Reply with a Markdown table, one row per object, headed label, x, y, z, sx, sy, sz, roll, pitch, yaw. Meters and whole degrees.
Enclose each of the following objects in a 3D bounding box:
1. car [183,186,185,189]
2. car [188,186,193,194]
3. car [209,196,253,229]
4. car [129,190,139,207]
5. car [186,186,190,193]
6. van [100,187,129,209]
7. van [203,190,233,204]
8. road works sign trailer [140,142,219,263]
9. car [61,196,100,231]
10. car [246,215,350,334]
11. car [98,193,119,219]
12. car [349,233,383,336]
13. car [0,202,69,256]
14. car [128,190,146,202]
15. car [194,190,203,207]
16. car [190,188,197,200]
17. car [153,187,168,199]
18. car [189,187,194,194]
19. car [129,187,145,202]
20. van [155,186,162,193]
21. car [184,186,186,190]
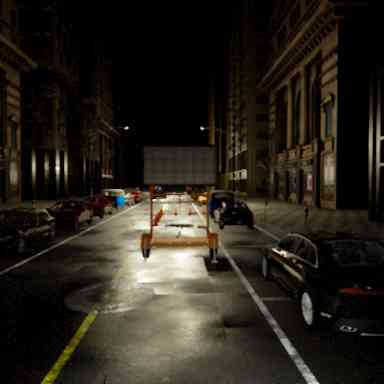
| label | x | y | z | sx | sy | sz | roll | pitch | yaw |
| --- | --- | --- | --- | --- | --- | --- | --- | --- | --- |
| car | -0.590 | -0.784 | 90.592 | 2.192 | 1.841 | 5.009 | 0 | 1 | -2 |
| car | 0.653 | 0.189 | 57.086 | 1.752 | 1.417 | 4.829 | 0 | 1 | -2 |
| car | 2.117 | 1.134 | 17.623 | 2.008 | 1.369 | 4.403 | 0 | 1 | -2 |
| car | -7.027 | 0.744 | 34.135 | 2.008 | 1.369 | 4.403 | 0 | 1 | -2 |
| car | 0.242 | -0.022 | 68.144 | 1.947 | 1.339 | 4.313 | 0 | 1 | -2 |
| van | -6.818 | 0.666 | 28.518 | 1.690 | 1.788 | 3.998 | 0 | 1 | -2 |
| van | 1.909 | 0.793 | 23.231 | 1.690 | 1.788 | 3.998 | 0 | 1 | -2 |
| road works sign trailer | -0.398 | 0.204 | 10.868 | 2.380 | 3.560 | 2.880 | 0 | 1 | -2 |
| car | -6.402 | 1.131 | 17.296 | 1.887 | 1.381 | 4.507 | 0 | 1 | -2 |
| car | 2.533 | 1.397 | 6.397 | 2.008 | 1.369 | 4.403 | 0 | 1 | -2 |
| car | -6.610 | 1.000 | 22.909 | 1.887 | 1.381 | 4.507 | 0 | 1 | -2 |
| car | 2.742 | 1.294 | 0.778 | 2.192 | 1.841 | 5.009 | 0 | 1 | -2 |
| car | -6.194 | 1.269 | 11.689 | 2.008 | 1.369 | 4.403 | 0 | 1 | -2 |
| car | -7.437 | 0.461 | 45.191 | 1.752 | 1.417 | 4.829 | 0 | 1 | -2 |
| car | 1.486 | 0.711 | 34.633 | 1.752 | 1.417 | 4.829 | 0 | 1 | -2 |
| car | 1.076 | 0.510 | 45.691 | 1.802 | 1.307 | 4.206 | 0 | 1 | -2 |
| car | -4.901 | 0.373 | 50.698 | 1.994 | 1.385 | 4.181 | 0 | 1 | -1 |
| car | 0.867 | 0.379 | 51.304 | 1.802 | 1.307 | 4.206 | 0 | 1 | -2 |
| car | -7.235 | 0.378 | 39.743 | 2.192 | 1.841 | 5.009 | 0 | 1 | -2 |
| van | -9.109 | -0.755 | 90.261 | 1.690 | 1.788 | 3.998 | 0 | 1 | -2 |
| car | -0.174 | -0.404 | 79.368 | 1.967 | 1.590 | 4.097 | 0 | 1 | -2 |
